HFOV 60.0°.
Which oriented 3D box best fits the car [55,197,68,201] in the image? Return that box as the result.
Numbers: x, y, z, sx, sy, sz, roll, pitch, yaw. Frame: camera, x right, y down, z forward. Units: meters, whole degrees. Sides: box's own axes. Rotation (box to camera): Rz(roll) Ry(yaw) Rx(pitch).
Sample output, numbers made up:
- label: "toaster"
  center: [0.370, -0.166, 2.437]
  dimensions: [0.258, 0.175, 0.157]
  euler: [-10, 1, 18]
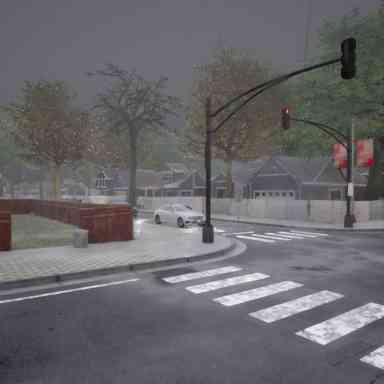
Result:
- label: "car"
  center: [-22.266, 1.600, 57.466]
  dimensions: [2.128, 1.511, 4.902]
  euler: [0, 0, -36]

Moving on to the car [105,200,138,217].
- label: "car"
  center: [-6.763, 1.513, 30.855]
  dimensions: [1.882, 1.535, 5.008]
  euler: [0, 0, -36]

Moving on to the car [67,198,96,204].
- label: "car"
  center: [-12.742, 1.529, 39.242]
  dimensions: [1.882, 1.535, 5.008]
  euler: [0, 0, -35]

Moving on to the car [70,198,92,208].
- label: "car"
  center: [-16.614, 1.653, 49.653]
  dimensions: [1.994, 1.385, 4.181]
  euler: [0, 0, -35]

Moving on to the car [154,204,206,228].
- label: "car"
  center: [-0.933, 1.547, 22.681]
  dimensions: [1.812, 1.442, 4.674]
  euler: [0, 0, -36]
